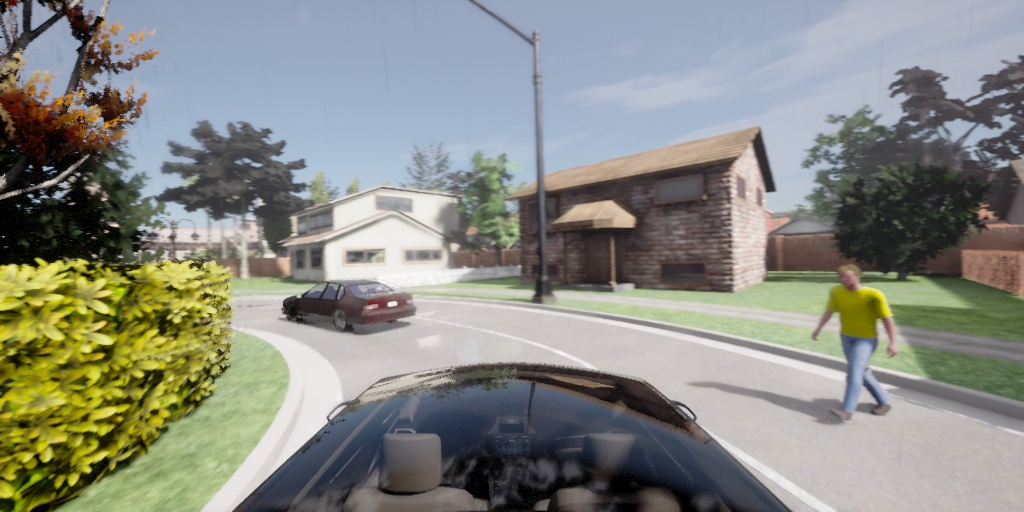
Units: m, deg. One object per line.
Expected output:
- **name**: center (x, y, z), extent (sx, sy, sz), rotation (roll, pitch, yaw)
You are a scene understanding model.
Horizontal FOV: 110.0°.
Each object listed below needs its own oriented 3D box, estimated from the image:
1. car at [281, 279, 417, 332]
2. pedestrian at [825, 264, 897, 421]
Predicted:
- **car**: center (-5.382, 1.455, 11.532), extent (5.357, 1.411, 2.033), rotation (-2, 0, 36)
- **pedestrian**: center (3.986, 0.918, 4.111), extent (0.375, 1.860, 0.375), rotation (-2, 0, -12)
